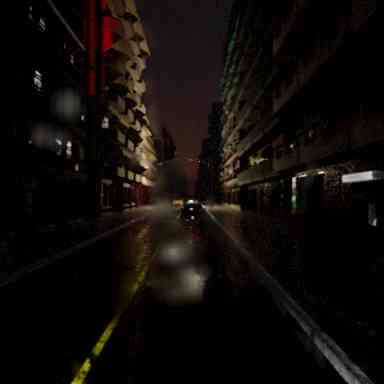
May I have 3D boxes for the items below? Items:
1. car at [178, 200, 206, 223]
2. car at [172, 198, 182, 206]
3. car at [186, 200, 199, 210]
[{"bbox_3d":[0.081,1.682,27.294,1.837,1.490,4.892,0,-1,1],"label":"car"},{"bbox_3d":[-2.682,1.945,64.174,1.882,1.535,5.008,0,0,1],"label":"car"},{"bbox_3d":[0.069,1.955,51.286,1.895,1.301,4.718,0,0,0],"label":"car"}]
